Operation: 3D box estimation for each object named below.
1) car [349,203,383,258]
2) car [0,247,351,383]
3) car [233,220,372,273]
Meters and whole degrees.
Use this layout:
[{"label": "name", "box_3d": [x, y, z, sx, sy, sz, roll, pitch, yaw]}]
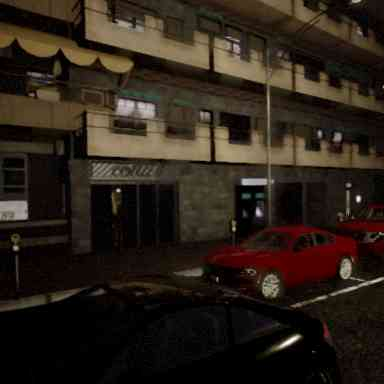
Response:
[{"label": "car", "box_3d": [6.894, 1.317, 11.498, 5.009, 1.841, 2.192, 0, -1, -35]}, {"label": "car", "box_3d": [-0.545, 1.564, 2.987, 4.181, 1.385, 1.994, 0, 0, -35]}, {"label": "car", "box_3d": [2.286, 1.546, 8.206, 4.507, 1.381, 1.887, 0, -1, -35]}]
